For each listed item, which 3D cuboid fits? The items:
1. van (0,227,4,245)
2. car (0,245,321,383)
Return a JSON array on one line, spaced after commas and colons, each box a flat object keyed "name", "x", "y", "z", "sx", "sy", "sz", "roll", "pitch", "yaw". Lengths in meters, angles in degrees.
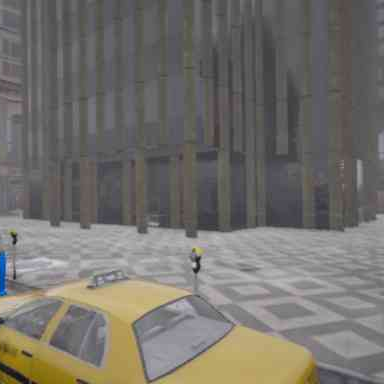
[{"name": "van", "x": -5.478, "y": 1.452, "z": 6.880, "sx": 3.998, "sy": 1.788, "sz": 1.690, "roll": -1, "pitch": -1, "yaw": 36}, {"name": "car", "x": -1.119, "y": 1.565, "z": 3.767, "sx": 4.829, "sy": 1.417, "sz": 1.752, "roll": -1, "pitch": -1, "yaw": 36}]
